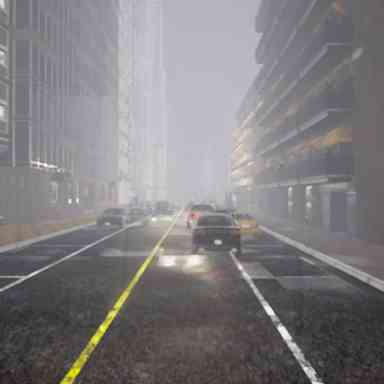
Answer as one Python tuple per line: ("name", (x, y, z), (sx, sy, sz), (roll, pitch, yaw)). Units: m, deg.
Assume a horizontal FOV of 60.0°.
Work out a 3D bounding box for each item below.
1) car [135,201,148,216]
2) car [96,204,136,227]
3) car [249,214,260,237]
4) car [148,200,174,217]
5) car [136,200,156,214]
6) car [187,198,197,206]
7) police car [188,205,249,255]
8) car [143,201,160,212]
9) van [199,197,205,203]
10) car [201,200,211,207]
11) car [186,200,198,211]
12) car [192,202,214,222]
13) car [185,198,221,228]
("car", (-5.685, 1.873, 35.839), (2.008, 1.369, 4.403), (0, -1, 0))
("car", (-5.686, 1.784, 24.543), (1.947, 1.339, 4.313), (0, -1, 0))
("car", (2.694, 1.694, 19.064), (1.752, 1.417, 4.829), (0, -1, 0))
("car", (-3.087, 1.668, 35.186), (2.097, 1.767, 4.553), (0, -1, 0))
("car", (-5.685, 1.815, 41.490), (1.967, 1.590, 4.097), (0, -1, 0))
("car", (0.010, 2.040, 69.337), (2.128, 1.511, 4.902), (0, -1, 0))
("police car", (0.902, 1.550, 14.068), (1.930, 1.638, 5.238), (0, -1, 0))
("car", (-5.684, 1.951, 46.966), (1.752, 1.417, 4.829), (0, -1, 0))
("van", (2.701, 2.206, 92.323), (1.690, 1.788, 3.998), (0, -1, 0))
("car", (2.698, 2.169, 64.080), (1.802, 1.307, 4.206), (0, -1, 0))
("car", (0.022, 1.982, 50.163), (1.812, 1.442, 4.674), (0, 0, 1))
("car", (0.905, 1.725, 30.148), (1.801, 1.575, 5.366), (0, -1, 0))
("car", (0.694, 1.565, 23.929), (2.097, 1.767, 4.553), (0, 0, 0))
